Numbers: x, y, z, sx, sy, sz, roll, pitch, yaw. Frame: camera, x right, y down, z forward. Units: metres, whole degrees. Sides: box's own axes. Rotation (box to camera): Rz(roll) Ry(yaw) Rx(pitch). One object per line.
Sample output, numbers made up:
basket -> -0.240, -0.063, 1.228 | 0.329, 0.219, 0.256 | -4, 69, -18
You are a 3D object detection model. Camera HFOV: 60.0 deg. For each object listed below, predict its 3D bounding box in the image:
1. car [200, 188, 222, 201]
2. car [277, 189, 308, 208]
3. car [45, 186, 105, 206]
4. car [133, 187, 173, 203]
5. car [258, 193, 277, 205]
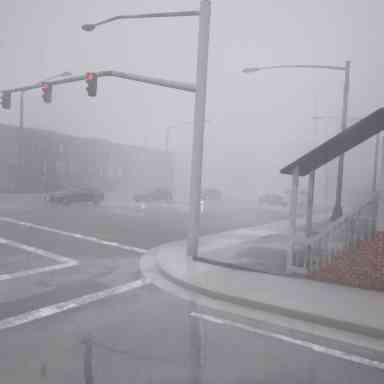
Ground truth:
car -> 2.024, 0.265, 42.288 | 1.837, 1.490, 4.892 | 5, 3, 36
car -> 12.109, 0.690, 38.023 | 2.150, 2.045, 5.566 | 5, 3, 36
car -> -9.262, 0.247, 26.663 | 2.128, 1.511, 4.902 | 5, 3, 36
car -> -3.917, 0.262, 34.075 | 1.837, 1.490, 4.892 | 5, 3, 36
car -> 9.720, 0.800, 40.723 | 1.994, 1.385, 4.181 | 5, 3, 36
